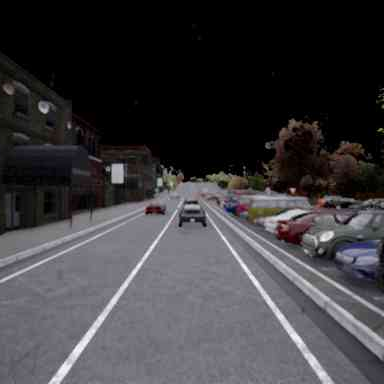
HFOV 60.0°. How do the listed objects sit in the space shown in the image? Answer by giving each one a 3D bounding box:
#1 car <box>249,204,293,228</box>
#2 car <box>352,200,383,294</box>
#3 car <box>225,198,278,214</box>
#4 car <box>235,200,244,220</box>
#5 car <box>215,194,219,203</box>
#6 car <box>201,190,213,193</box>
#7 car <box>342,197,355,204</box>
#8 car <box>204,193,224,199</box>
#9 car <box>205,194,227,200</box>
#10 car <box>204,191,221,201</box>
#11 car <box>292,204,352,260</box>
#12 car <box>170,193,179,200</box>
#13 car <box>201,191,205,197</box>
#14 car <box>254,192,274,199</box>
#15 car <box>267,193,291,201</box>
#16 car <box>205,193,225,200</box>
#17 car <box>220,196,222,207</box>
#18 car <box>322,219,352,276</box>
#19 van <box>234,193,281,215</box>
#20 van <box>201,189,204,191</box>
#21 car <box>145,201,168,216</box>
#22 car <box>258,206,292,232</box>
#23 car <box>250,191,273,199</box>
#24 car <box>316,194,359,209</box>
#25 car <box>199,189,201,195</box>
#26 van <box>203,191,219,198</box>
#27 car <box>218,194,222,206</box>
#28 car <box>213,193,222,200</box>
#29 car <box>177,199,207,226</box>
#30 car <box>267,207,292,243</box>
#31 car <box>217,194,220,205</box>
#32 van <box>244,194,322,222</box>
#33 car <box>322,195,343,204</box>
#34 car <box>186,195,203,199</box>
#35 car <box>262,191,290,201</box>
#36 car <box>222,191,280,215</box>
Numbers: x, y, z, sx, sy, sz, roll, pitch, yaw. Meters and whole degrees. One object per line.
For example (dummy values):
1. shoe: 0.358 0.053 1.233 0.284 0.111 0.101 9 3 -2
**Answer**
1. car: 6.014 1.612 19.706 4.674 1.452 2.002 0 0 0
2. car: 6.108 1.239 5.571 5.566 2.045 2.435 0 0 0
3. car: 5.949 1.437 33.847 5.008 1.535 2.097 0 1 0
4. car: 5.987 1.575 25.371 4.674 1.452 2.002 0 1 0
5. car: 5.892 1.347 45.149 4.674 1.452 2.002 0 1 0
6. car: 5.400 0.972 85.081 4.892 1.521 2.231 0 1 0
7. car: 18.528 1.437 33.948 4.892 1.521 2.231 0 1 0
8. car: 5.399 1.038 82.297 4.792 1.488 2.163 0 1 0
9. car: 5.499 1.113 76.732 4.792 1.488 2.163 0 1 0
10. car: 5.525 1.196 71.308 4.674 1.452 2.002 1 1 0
11. car: 6.084 1.399 11.221 4.553 1.767 2.185 0 0 0
12. car: -3.807 0.889 73.583 1.882 1.535 5.008 0 1 -1
13. car: 5.305 1.118 73.947 5.366 1.575 1.946 0 1 0
14. car: 18.455 0.845 85.181 4.553 1.767 2.185 0 1 0
15. car: 18.560 1.032 71.257 4.553 1.767 2.185 0 1 0
16. car: 5.451 1.086 79.515 4.674 1.452 2.002 0 1 0
17. car: 5.925 1.404 36.671 5.008 1.535 2.097 0 1 0
18. car: 6.069 1.548 8.394 4.674 1.452 2.002 0 0 0
19. van: 6.088 1.276 28.193 4.442 1.987 1.878 0 1 0
20. van: 5.269 0.706 87.984 4.442 1.987 1.878 0 1 0
21. car: -3.488 1.598 32.879 1.895 1.301 4.718 0 0 0
22. car: 6.023 1.599 16.871 4.674 1.452 2.002 0 0 0
23. car: 18.493 0.680 88.089 5.566 2.045 2.435 0 1 0
24. car: 18.450 1.212 42.417 4.553 1.767 2.185 0 1 0
25. car: 5.337 0.645 90.643 5.566 2.045 2.435 0 1 0
26. van: 5.228 0.633 93.425 4.442 1.987 1.878 0 1 0
27. car: 6.102 1.369 39.498 5.366 1.575 1.946 0 1 0
28. car: 5.905 1.304 47.975 4.792 1.488 2.163 0 1 0
29. car: 0.020 1.549 23.884 1.837 1.490 4.892 0 1 0
30. car: 6.034 1.542 14.046 5.008 1.535 2.097 0 0 0
31. car: 5.905 1.379 42.323 4.674 1.452 2.002 0 1 0
32. van: 6.114 1.336 22.663 4.442 1.987 1.878 0 0 0
33. car: 18.489 1.369 39.720 5.008 1.535 2.097 0 1 0
34. car: -0.107 1.427 40.778 2.128 1.511 4.902 0 0 -1
35. car: 18.599 0.869 74.041 5.566 2.045 2.435 0 1 0
36. car: 5.929 1.218 31.018 5.566 2.045 2.435 0 1 0
